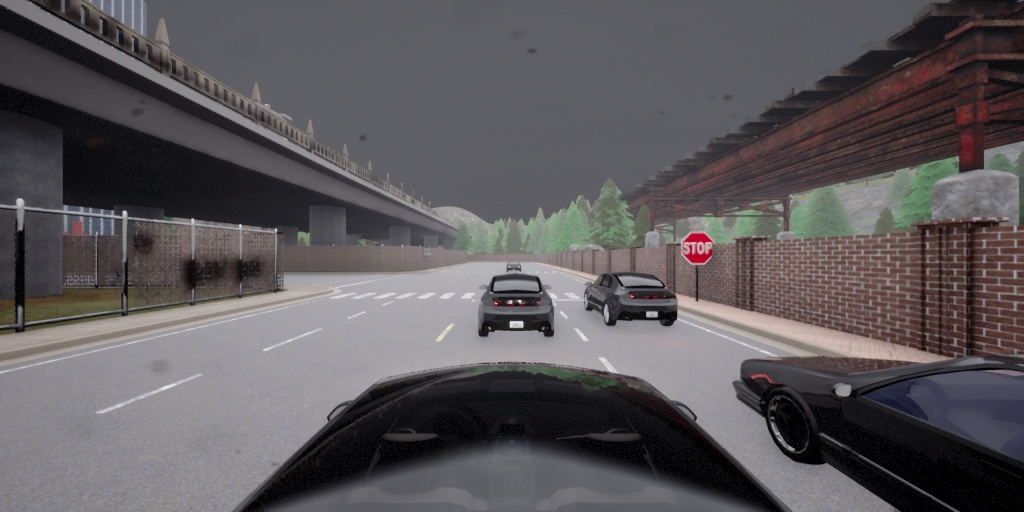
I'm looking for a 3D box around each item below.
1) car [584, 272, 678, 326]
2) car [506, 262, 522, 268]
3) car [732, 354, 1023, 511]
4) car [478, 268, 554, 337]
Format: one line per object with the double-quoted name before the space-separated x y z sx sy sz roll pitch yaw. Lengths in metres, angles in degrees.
"car" 3.607 1.254 11.629 1.837 1.490 4.892 0 0 0
"car" 0.227 1.347 45.466 1.895 1.301 4.718 0 0 -1
"car" 3.600 1.297 1.883 2.033 1.411 5.357 0 0 0
"car" 0.104 1.254 10.273 1.837 1.490 4.892 0 0 0
